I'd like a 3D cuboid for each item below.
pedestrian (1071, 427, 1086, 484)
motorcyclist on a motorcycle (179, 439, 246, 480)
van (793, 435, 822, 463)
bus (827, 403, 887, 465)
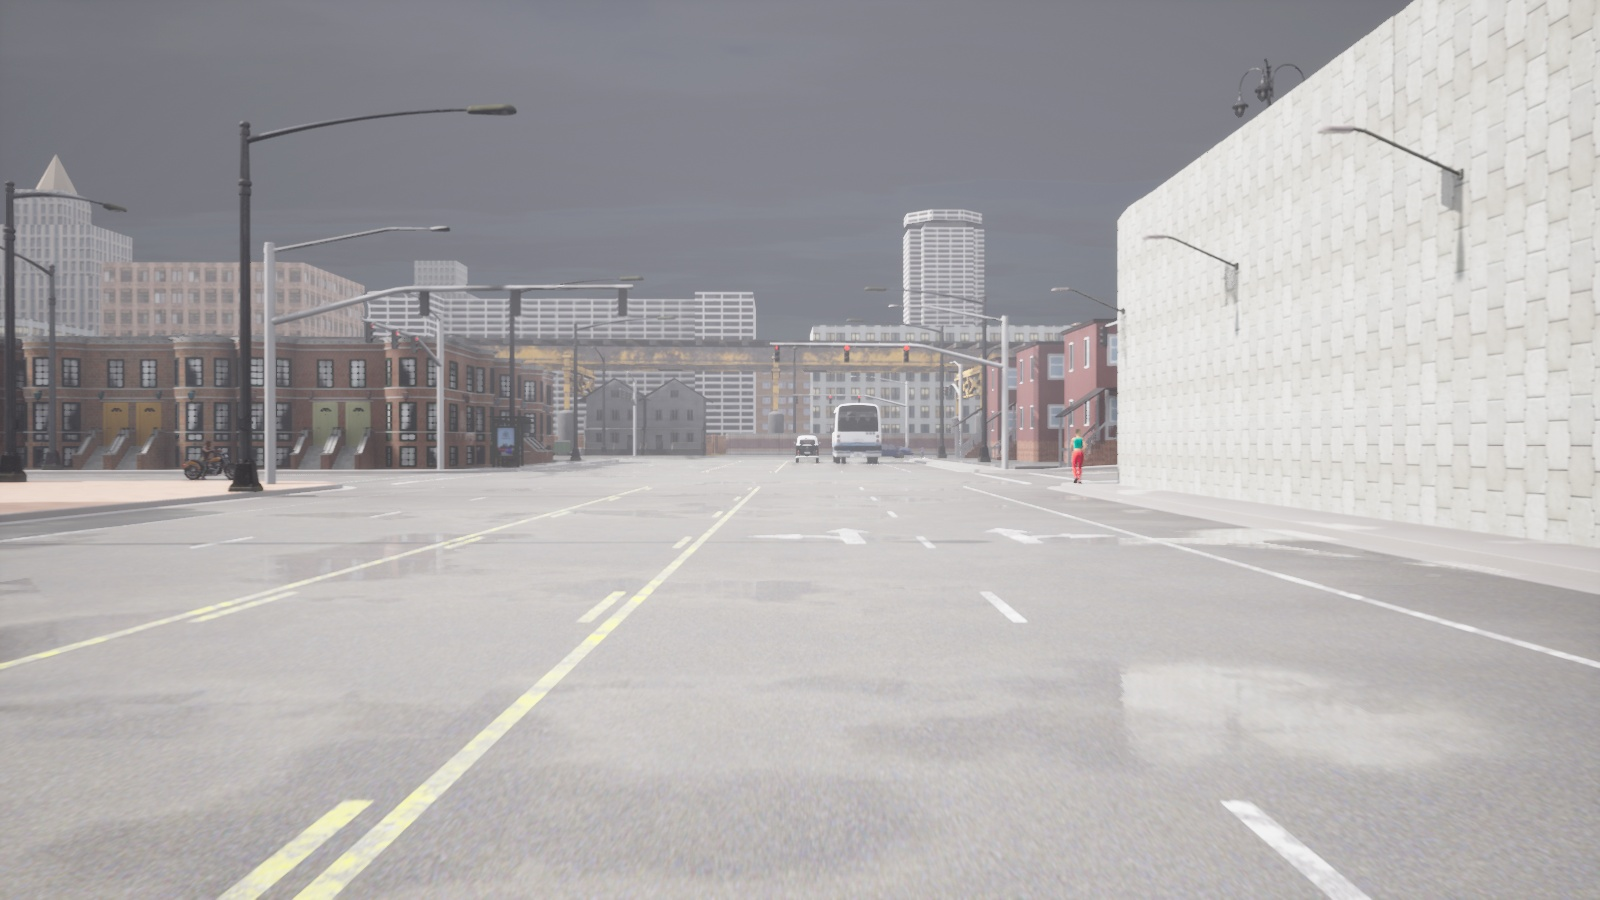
[{"bbox_3d":[9.084,0.173,40.963,0.345,1.836,0.594,0,0,1],"label":"pedestrian"},{"bbox_3d":[-23.869,0.390,51.014,2.350,1.649,0.766,0,0,0],"label":"motorcyclist on a motorcycle"},{"bbox_3d":[0.550,-0.059,93.949,2.069,2.038,4.480,0,0,0],"label":"van"},{"bbox_3d":[4.037,-1.143,91.593,3.944,4.253,10.273,0,0,0],"label":"bus"}]
